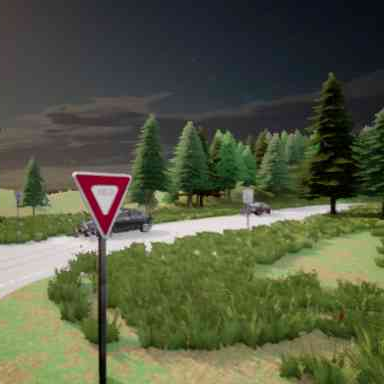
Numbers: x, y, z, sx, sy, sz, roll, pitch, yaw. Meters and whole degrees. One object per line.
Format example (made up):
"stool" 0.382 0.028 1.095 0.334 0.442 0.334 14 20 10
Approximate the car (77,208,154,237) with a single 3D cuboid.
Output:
"car" -4.292 1.727 19.247 1.837 1.490 4.892 0 0 35

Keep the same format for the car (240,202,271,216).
"car" 6.795 1.747 35.085 1.812 1.442 4.674 0 0 35
